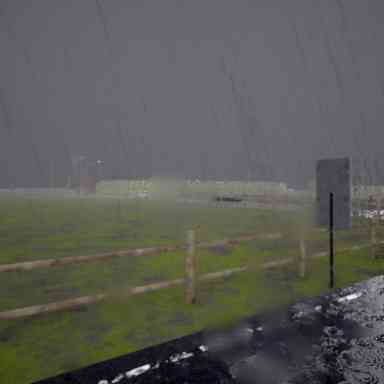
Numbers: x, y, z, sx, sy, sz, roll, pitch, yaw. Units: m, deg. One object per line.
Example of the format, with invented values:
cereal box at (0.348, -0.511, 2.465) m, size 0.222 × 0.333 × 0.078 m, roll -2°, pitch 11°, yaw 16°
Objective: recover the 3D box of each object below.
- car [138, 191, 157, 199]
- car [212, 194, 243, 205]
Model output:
car at (-7.997, 0.536, 61.035) m, size 1.895 × 1.301 × 4.718 m, roll 0°, pitch 1°, yaw -35°
car at (4.678, 0.929, 43.097) m, size 1.895 × 1.301 × 4.718 m, roll 0°, pitch 1°, yaw -35°
